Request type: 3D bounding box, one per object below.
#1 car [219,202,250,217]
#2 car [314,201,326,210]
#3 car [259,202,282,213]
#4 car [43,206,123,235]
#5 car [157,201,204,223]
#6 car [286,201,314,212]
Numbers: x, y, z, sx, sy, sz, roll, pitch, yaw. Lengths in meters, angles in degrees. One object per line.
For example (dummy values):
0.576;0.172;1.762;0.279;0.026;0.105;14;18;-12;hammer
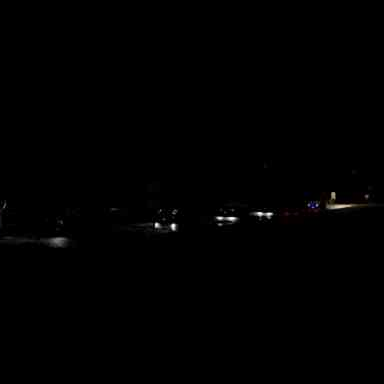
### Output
4.759;1.860;36.208;1.812;1.442;4.674;-1;-1;35;car
19.929;2.108;53.047;1.895;1.301;4.718;-1;-1;35;car
10.525;1.989;44.440;1.994;1.385;4.181;-1;-1;35;car
-6.437;1.629;20.108;1.882;1.535;5.008;-1;-1;35;car
-0.923;1.594;28.044;2.097;1.767;4.553;-1;-1;35;car
14.240;1.910;44.778;2.128;1.511;4.902;-1;-1;35;car
